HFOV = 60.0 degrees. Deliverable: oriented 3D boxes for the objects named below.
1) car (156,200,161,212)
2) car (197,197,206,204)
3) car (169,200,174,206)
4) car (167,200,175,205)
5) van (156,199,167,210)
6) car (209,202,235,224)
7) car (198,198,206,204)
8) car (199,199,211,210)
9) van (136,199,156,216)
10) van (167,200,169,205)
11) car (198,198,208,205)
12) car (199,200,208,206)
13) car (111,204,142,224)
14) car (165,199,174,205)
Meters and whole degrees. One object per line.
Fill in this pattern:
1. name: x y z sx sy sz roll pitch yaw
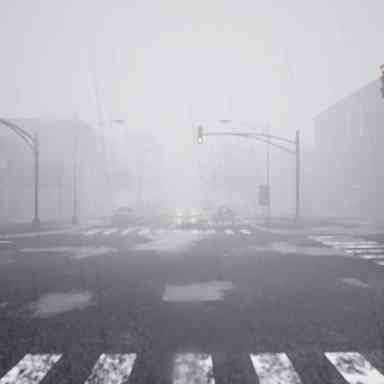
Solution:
1. car: -5.683 2.108 44.974 1.887 1.381 4.507 0 -1 0
2. car: 2.710 2.501 94.887 2.192 1.841 5.009 0 -1 0
3. car: -5.673 2.544 78.249 1.947 1.339 4.313 0 -1 0
4. car: -5.670 2.698 89.340 1.802 1.307 4.206 0 -1 0
5. van: -5.681 2.043 56.068 1.690 1.788 3.998 0 -1 0
6. car: 2.693 1.885 28.504 1.752 1.417 4.829 0 -1 0
7. car: 2.706 2.477 72.700 1.947 1.339 4.313 0 -1 0
8. car: 2.701 2.254 56.063 2.008 1.369 4.403 0 -1 0
9. van: -5.685 1.835 39.430 1.690 1.788 3.998 0 -1 0
10. van: -5.679 2.112 61.614 1.690 1.788 3.998 0 -1 0
11. car: 2.707 2.364 83.796 2.192 1.841 5.009 0 -1 0
12. car: 2.708 2.525 78.247 1.887 1.381 4.507 0 -1 0
13. car: -5.686 1.937 28.336 1.802 1.307 4.206 0 -1 0
14. car: -5.672 2.592 83.795 1.887 1.381 4.507 0 -1 0
